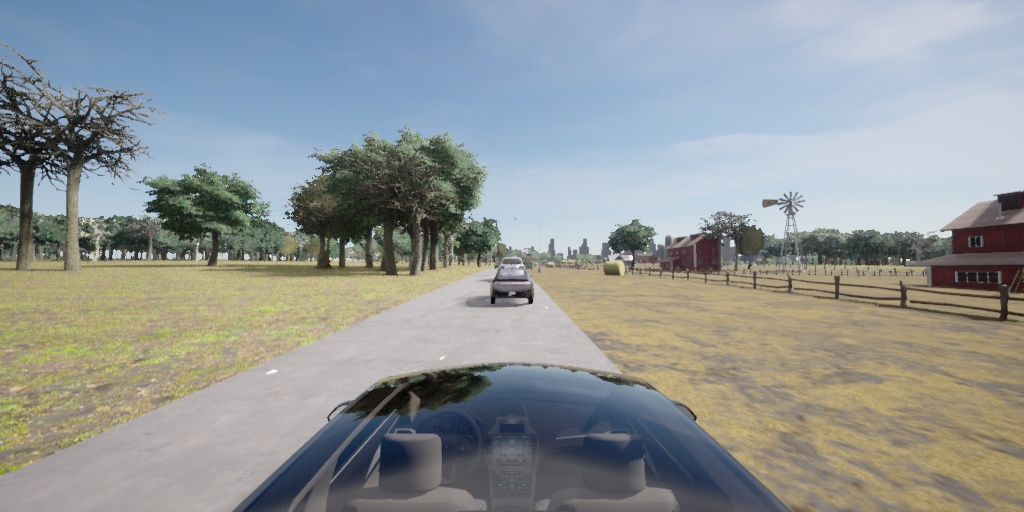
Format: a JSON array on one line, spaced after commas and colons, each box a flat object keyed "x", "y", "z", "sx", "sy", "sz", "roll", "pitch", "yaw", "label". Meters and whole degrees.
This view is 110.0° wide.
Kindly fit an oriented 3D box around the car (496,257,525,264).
[{"x": 0.000, "y": 1.141, "z": 31.554, "sx": 2.150, "sy": 2.045, "sz": 5.566, "roll": 0, "pitch": 0, "yaw": 0, "label": "car"}]

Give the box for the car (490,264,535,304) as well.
[{"x": 0.000, "y": 1.290, "z": 16.513, "sx": 2.128, "sy": 1.511, "sz": 4.902, "roll": 0, "pitch": 0, "yaw": 0, "label": "car"}]
